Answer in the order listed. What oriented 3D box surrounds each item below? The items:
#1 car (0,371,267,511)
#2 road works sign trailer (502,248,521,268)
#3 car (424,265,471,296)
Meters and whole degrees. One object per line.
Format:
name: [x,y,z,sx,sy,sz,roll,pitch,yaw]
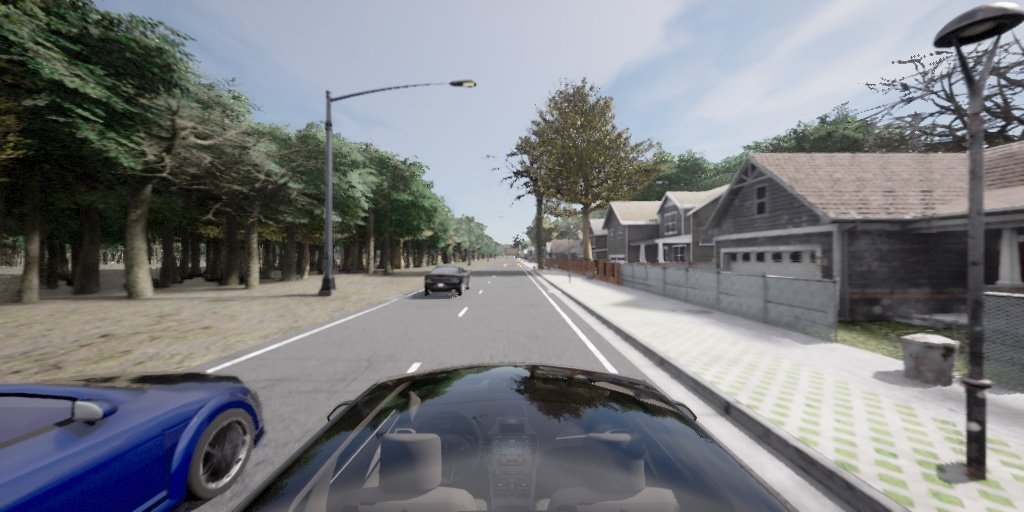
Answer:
car: [-3.398,1.314,1.784,1.994,1.385,4.181,0,0,0]
road works sign trailer: [0.012,0.284,61.180,2.380,3.560,2.880,0,0,0]
car: [-3.395,1.235,19.518,1.882,1.535,5.008,0,0,0]
